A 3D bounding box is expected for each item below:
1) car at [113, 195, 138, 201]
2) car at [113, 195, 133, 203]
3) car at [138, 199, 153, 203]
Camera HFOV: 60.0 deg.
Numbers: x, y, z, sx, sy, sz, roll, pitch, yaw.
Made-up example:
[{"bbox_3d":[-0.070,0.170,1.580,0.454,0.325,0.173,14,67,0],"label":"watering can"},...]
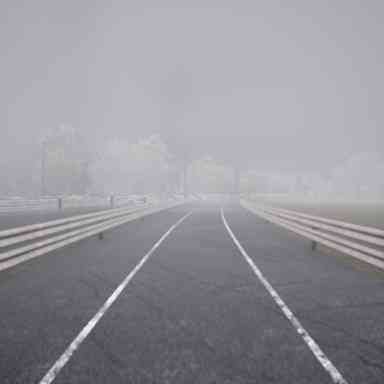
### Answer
[{"bbox_3d":[-12.835,1.388,62.602,2.033,1.411,5.357,0,0,17],"label":"car"},{"bbox_3d":[-14.367,1.357,69.231,1.882,1.535,5.008,0,0,17],"label":"car"},{"bbox_3d":[-8.863,1.443,63.598,1.895,1.301,4.718,0,0,17],"label":"car"}]
